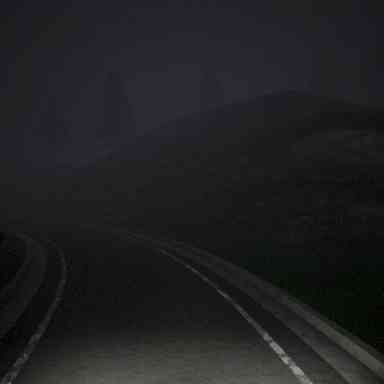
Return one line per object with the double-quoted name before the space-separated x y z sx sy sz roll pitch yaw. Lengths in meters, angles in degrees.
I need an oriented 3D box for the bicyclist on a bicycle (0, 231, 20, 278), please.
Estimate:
"bicyclist on a bicycle" -5.042 1.347 7.945 1.656 1.620 0.582 -1 1 -19
